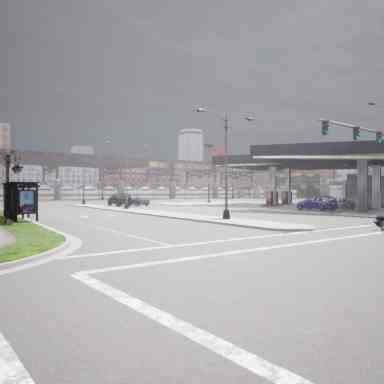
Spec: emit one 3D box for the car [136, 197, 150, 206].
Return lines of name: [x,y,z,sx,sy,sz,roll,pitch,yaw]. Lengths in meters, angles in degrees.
car: [-8.748,1.547,54.588,2.033,1.411,5.357,0,0,-35]

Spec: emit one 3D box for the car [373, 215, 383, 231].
car: [12.546,1.601,17.979,1.895,1.301,4.718,0,0,-35]

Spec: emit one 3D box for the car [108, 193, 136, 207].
car: [-11.367,1.222,52.222,2.150,2.045,5.566,0,0,-35]

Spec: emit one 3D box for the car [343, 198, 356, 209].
car: [18.597,1.456,42.246,1.970,1.475,3.806,0,0,-35]

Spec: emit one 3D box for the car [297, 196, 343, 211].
car: [14.323,1.295,38.331,2.242,1.667,4.611,0,0,-35]
